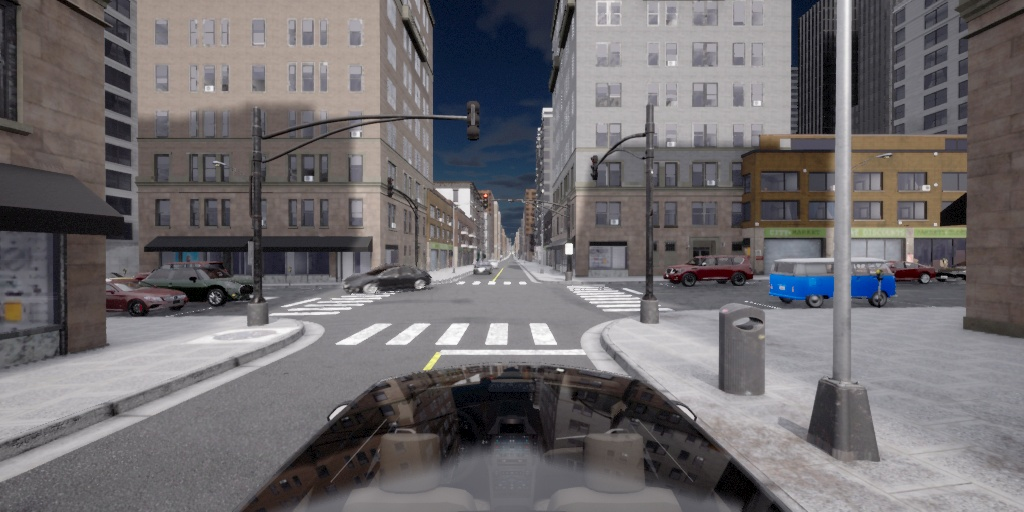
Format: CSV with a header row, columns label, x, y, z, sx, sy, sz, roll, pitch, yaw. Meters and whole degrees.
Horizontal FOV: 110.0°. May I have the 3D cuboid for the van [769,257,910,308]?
label,x,y,z,sx,sy,sz,roll,pitch,yaw
van,12.128,0.957,13.647,3.998,1.789,1.690,0,0,0

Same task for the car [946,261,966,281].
label,x,y,z,sx,sy,sz,roll,pitch,yaw
car,28.940,0.916,22.201,4.313,1.339,1.948,0,0,0

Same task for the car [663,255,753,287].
label,x,y,z,sx,sy,sz,roll,pitch,yaw
car,12.112,0.872,22.172,5.009,1.841,2.192,0,0,0

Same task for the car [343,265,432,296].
label,x,y,z,sx,sy,sz,roll,pitch,yaw
car,-6.882,1.292,20.287,4.892,1.490,1.837,-1,4,-45

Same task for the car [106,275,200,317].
label,x,y,z,sx,sy,sz,roll,pitch,yaw
car,-14.809,1.528,13.601,4.207,1.307,1.802,0,0,0

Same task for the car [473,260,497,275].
label,x,y,z,sx,sy,sz,roll,pitch,yaw
car,-3.068,1.252,38.428,2.128,1.511,4.902,0,0,0

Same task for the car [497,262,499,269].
label,x,y,z,sx,sy,sz,roll,pitch,yaw
car,-3.038,1.305,53.983,1.812,1.442,4.674,0,0,0

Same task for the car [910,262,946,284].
label,x,y,z,sx,sy,sz,roll,pitch,yaw
car,23.330,0.964,22.191,4.507,1.381,1.888,0,0,0

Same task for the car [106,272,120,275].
label,x,y,z,sx,sy,sz,roll,pitch,yaw
car,-26.003,1.552,22.107,4.829,1.417,1.751,0,0,0

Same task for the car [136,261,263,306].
label,x,y,z,sx,sy,sz,roll,pitch,yaw
car,-13.998,1.270,16.243,4.553,1.767,2.097,-1,0,0
